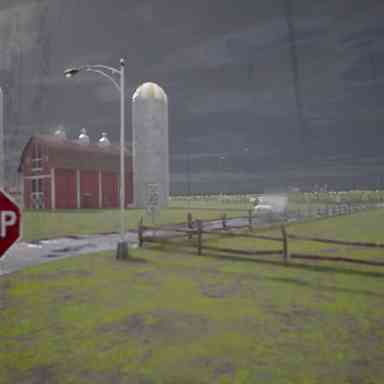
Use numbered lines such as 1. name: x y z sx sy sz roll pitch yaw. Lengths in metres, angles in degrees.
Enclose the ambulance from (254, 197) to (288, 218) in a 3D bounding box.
1. ambulance: 9.761 1.844 41.031 2.351 2.431 6.366 -1 -2 35
